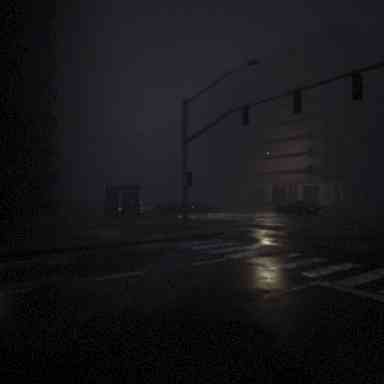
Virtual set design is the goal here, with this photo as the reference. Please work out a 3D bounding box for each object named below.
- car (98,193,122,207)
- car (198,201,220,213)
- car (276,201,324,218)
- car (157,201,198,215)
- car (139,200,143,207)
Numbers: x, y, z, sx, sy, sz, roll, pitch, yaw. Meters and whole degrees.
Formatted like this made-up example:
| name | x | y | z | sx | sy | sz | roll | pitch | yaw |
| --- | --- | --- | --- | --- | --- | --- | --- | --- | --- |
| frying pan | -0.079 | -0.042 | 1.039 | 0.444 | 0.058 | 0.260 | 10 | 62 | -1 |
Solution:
| name | x | y | z | sx | sy | sz | roll | pitch | yaw |
| --- | --- | --- | --- | --- | --- | --- | --- | --- | --- |
| car | -12.351 | 1.463 | 49.932 | 2.097 | 1.767 | 4.553 | 0 | 0 | -36 |
| car | 1.067 | 1.644 | 37.437 | 1.895 | 1.301 | 4.718 | 0 | 0 | -36 |
| car | 10.068 | 1.565 | 31.364 | 1.812 | 1.442 | 4.674 | 0 | 0 | -35 |
| car | -1.753 | 1.646 | 35.364 | 1.895 | 1.301 | 4.718 | 0 | 0 | -36 |
| car | -9.532 | 1.461 | 52.006 | 2.097 | 1.767 | 4.553 | 0 | 0 | -36 |
